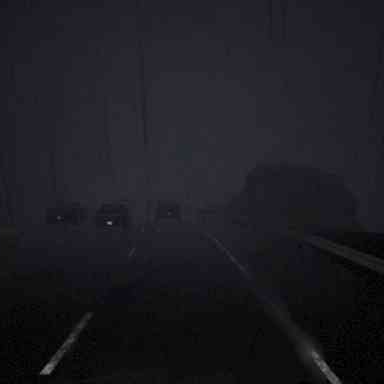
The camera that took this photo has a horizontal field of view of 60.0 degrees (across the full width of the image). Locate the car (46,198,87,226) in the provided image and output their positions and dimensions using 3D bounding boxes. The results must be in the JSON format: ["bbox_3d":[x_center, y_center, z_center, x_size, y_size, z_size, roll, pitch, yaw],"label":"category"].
[{"bbox_3d":[-8.578,1.440,23.107,1.882,1.535,5.008,0,0,-7],"label":"car"}]

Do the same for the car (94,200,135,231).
[{"bbox_3d":[-4.733,1.455,20.444,2.128,1.511,4.902,0,0,-6],"label":"car"}]

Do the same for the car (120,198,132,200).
[{"bbox_3d":[-7.677,1.421,38.505,2.128,1.511,4.902,0,0,-12],"label":"car"}]

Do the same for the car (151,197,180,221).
[{"bbox_3d":[-2.068,1.425,26.975,1.882,1.535,5.008,0,0,-8],"label":"car"}]

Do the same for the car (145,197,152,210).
[{"bbox_3d":[-4.812,1.398,41.746,1.882,1.535,5.008,0,0,-12],"label":"car"}]
